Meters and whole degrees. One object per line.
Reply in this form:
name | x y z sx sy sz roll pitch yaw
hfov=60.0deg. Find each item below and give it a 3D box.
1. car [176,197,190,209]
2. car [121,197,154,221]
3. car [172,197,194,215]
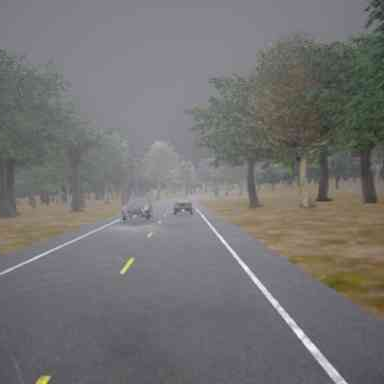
car | -1.262 1.447 46.122 1.837 1.490 4.892 -1 0 -1
car | -4.233 1.175 26.420 2.097 1.767 4.553 -1 0 -2
car | -0.879 1.434 33.012 1.837 1.490 4.892 -1 0 -1
